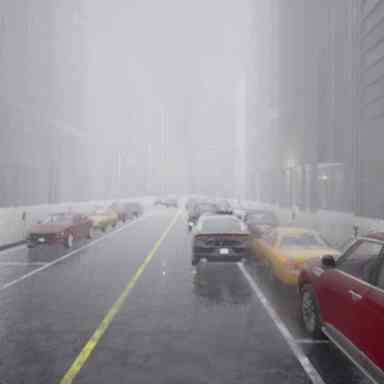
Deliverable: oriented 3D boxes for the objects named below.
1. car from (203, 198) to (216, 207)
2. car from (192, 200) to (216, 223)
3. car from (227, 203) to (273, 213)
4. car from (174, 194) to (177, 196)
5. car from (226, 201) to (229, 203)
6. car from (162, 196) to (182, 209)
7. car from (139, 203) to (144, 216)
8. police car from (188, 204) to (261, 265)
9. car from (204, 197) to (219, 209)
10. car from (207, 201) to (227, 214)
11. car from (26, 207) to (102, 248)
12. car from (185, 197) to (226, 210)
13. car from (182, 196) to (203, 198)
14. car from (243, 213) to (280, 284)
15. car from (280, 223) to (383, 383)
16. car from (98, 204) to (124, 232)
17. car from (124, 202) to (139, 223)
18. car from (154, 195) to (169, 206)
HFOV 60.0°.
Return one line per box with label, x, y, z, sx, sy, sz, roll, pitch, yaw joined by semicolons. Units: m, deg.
car;2.806;1.762;54.703;1.947;1.339;4.313;0;0;0
car;0.922;1.550;28.004;1.801;1.575;5.366;0;0;0
car;2.774;1.488;14.961;1.967;1.590;4.097;0;0;0
car;-5.696;1.623;83.093;2.192;1.841;5.009;0;0;0
car;2.788;1.549;31.993;1.967;1.590;4.097;0;0;0
car;-2.968;1.686;49.874;1.837;1.490;4.892;0;-1;0
car;-5.737;1.676;31.995;1.947;1.339;4.313;0;0;0
police car;0.909;1.464;11.924;1.930;1.638;5.238;0;0;0
car;2.801;1.614;49.026;1.967;1.590;4.097;0;0;0
car;2.792;1.697;37.671;1.947;1.339;4.313;0;0;0
car;-5.751;1.594;14.963;1.887;1.381;4.507;0;0;0
car;0.783;1.424;21.769;2.097;1.767;4.553;0;0;-1
car;0.044;1.659;47.017;2.128;1.511;4.902;0;0;0
car;2.770;1.555;9.453;1.752;1.417;4.829;0;0;0
car;2.765;1.327;3.605;2.192;1.841;5.009;0;0;0
car;-5.747;1.593;20.471;1.752;1.417;4.829;0;0;0
car;-5.742;1.634;26.317;1.887;1.381;4.507;0;0;0
car;-5.714;1.659;60.382;1.967;1.590;4.097;0;0;0
